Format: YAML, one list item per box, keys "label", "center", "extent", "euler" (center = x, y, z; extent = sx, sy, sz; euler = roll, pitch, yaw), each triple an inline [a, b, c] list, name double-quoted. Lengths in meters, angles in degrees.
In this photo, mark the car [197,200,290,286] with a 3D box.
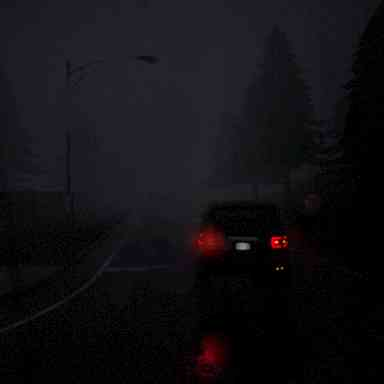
- label: "car"
  center: [1.416, 1.248, 9.714]
  extent: [2.150, 2.045, 5.566]
  euler: [0, 0, 7]
